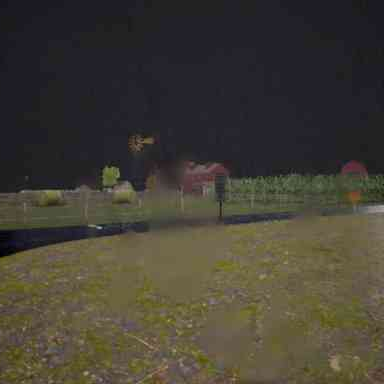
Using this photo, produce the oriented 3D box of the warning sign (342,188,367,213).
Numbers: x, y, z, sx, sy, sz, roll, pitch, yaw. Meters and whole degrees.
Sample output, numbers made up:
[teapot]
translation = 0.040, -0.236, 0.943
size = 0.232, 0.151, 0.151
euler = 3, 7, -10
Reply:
[warning sign]
translation = 12.341, 0.627, 25.225
size = 1.060, 1.860, 1.300
euler = 0, -1, -34
